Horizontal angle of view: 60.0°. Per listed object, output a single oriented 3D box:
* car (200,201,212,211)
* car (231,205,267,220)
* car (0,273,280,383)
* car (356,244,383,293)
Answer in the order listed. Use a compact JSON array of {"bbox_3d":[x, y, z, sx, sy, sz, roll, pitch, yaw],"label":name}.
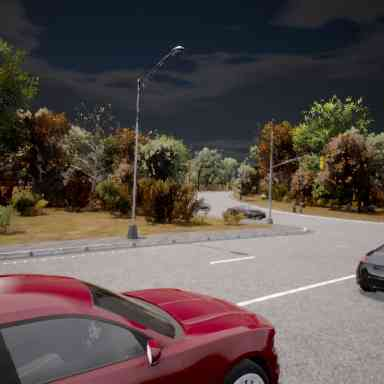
[{"bbox_3d":[1.412,1.999,48.346,1.994,1.385,4.181,3,1,-17],"label":"car"},{"bbox_3d":[5.798,2.179,36.053,2.033,1.411,5.357,3,-1,-26],"label":"car"},{"bbox_3d":[-1.371,1.479,2.768,5.008,1.535,1.882,0,0,-36],"label":"car"},{"bbox_3d":[5.777,1.665,7.922,4.181,1.385,1.994,1,-1,-35],"label":"car"}]
